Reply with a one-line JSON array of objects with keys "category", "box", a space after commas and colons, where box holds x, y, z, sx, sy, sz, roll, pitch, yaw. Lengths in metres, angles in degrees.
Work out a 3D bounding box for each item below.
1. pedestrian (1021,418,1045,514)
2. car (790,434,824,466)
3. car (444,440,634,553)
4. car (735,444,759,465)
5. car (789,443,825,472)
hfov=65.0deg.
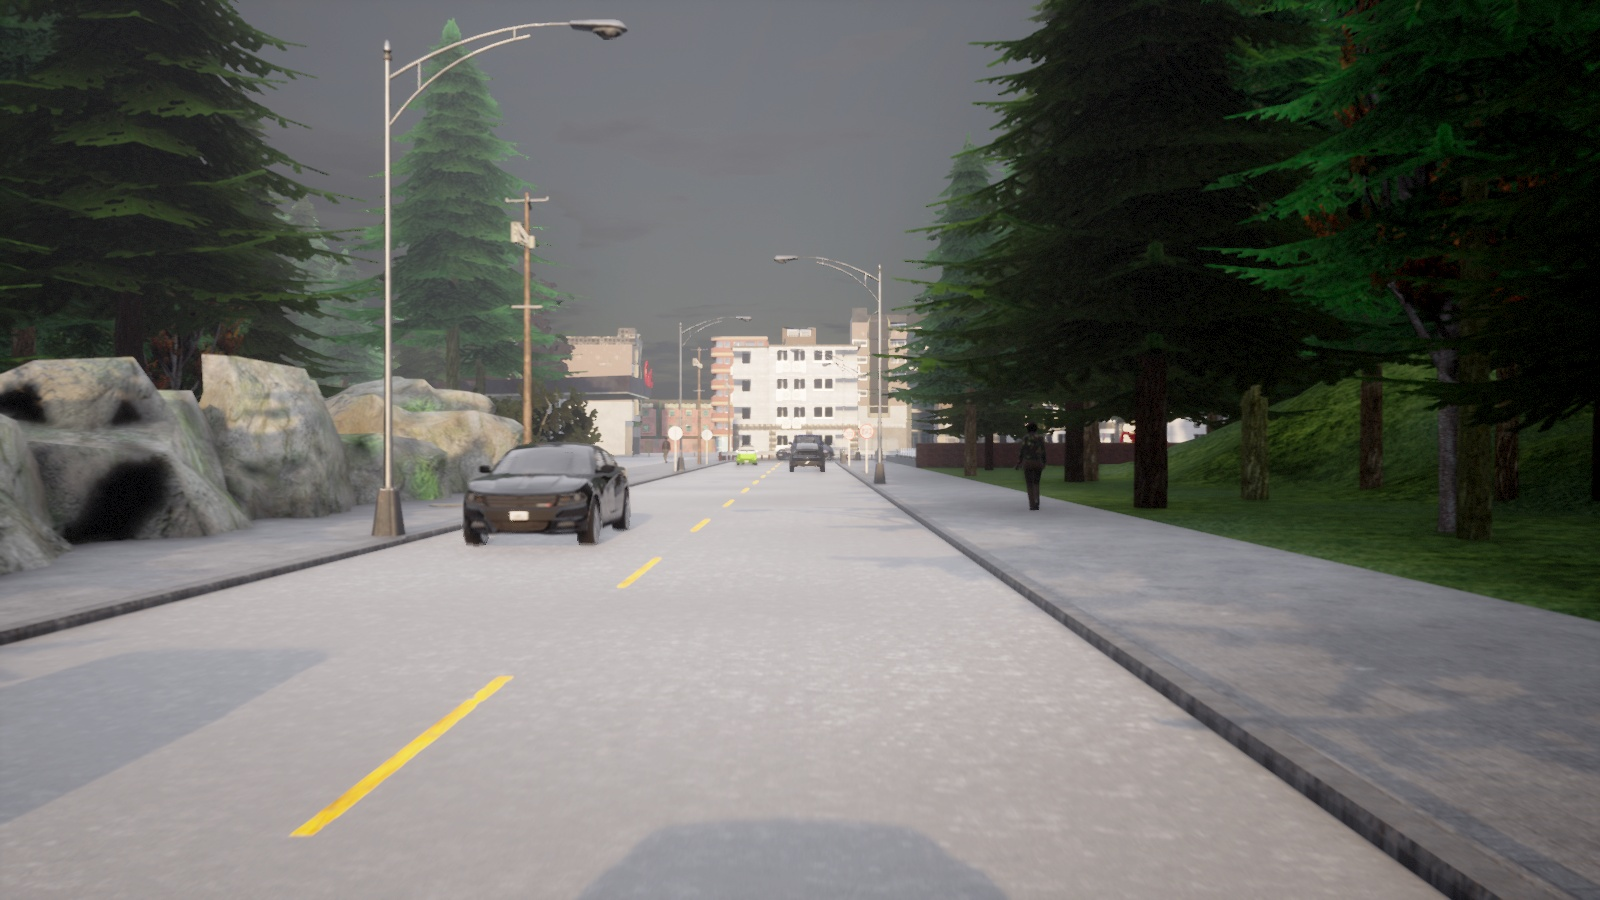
[{"category": "pedestrian", "box": [4.741, 0.316, 25.572, 0.395, 1.930, 0.692, 0, 0, 4]}, {"category": "car", "box": [0.445, 0.002, 82.276, 2.150, 2.045, 5.566, 0, 0, 0]}, {"category": "car", "box": [-3.872, 0.611, 19.543, 1.882, 1.535, 5.008, 0, 0, 0]}, {"category": "car", "box": [-3.540, 0.325, 83.959, 1.481, 1.376, 2.207, 0, 0, 0]}, {"category": "car", "box": [0.374, 0.379, 66.124, 1.837, 1.490, 4.892, 0, 0, 0]}]
